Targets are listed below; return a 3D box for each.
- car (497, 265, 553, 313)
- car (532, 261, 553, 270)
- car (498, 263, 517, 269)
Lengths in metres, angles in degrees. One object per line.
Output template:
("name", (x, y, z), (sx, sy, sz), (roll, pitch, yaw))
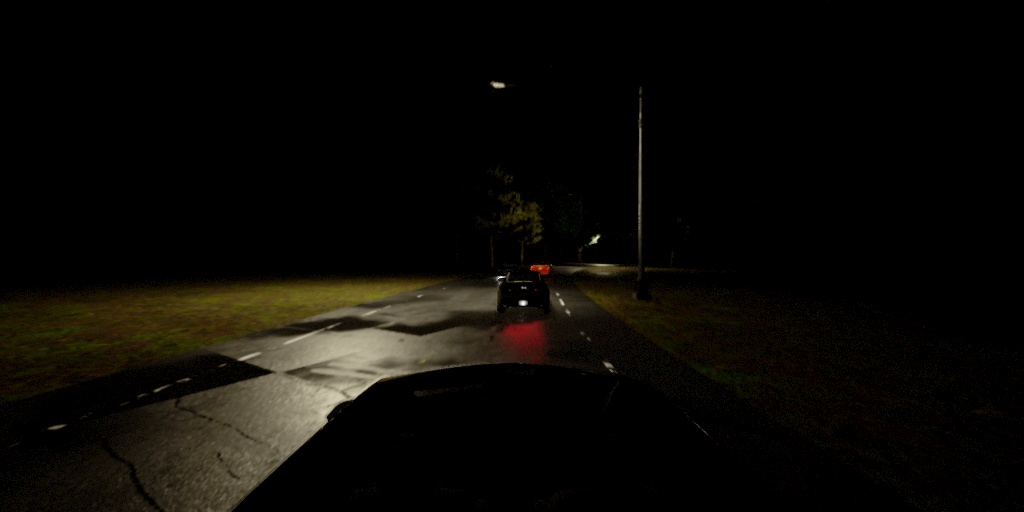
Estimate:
("car", (0.505, 1.304, 14.322), (1.837, 1.490, 4.892), (0, 0, 3))
("car", (3.180, 1.257, 38.017), (2.097, 1.767, 4.553), (0, 0, 9))
("car", (-0.298, 1.431, 39.387), (2.033, 1.411, 5.357), (0, 0, 10))
